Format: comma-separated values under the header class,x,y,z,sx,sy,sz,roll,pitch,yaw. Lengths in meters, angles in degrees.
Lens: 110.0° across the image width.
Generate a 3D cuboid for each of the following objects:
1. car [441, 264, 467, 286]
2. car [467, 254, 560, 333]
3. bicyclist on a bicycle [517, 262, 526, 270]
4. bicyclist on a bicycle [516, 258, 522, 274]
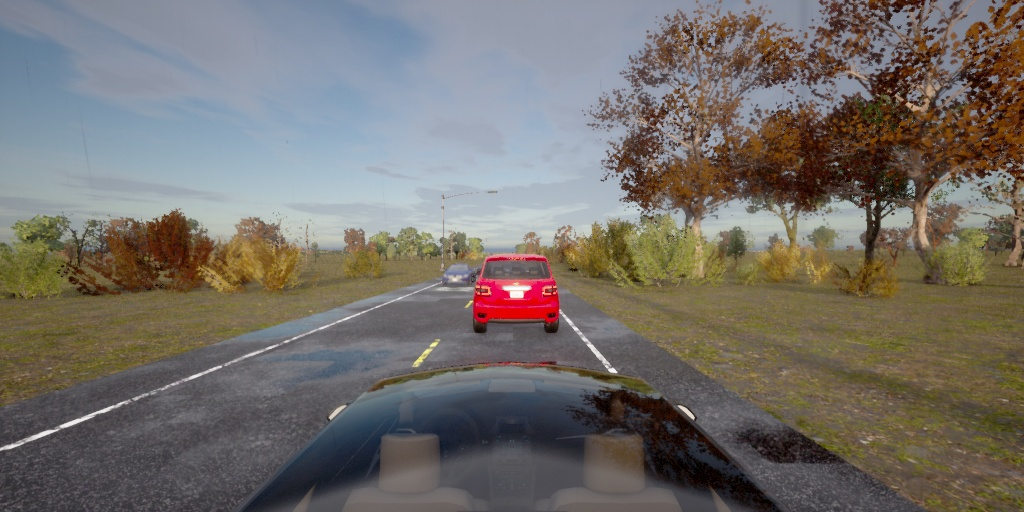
class,x,y,z,sx,sy,sz,roll,pitch,yaw
car,-3.664,1.267,25.273,1.812,1.442,4.674,0,0,0
car,0.084,0.968,10.842,2.150,2.045,5.566,0,0,-1
bicyclist on a bicycle,0.877,1.110,30.020,0.659,1.776,1.843,0,0,0
bicyclist on a bicycle,0.808,1.107,40.033,0.659,1.776,1.843,0,0,0
